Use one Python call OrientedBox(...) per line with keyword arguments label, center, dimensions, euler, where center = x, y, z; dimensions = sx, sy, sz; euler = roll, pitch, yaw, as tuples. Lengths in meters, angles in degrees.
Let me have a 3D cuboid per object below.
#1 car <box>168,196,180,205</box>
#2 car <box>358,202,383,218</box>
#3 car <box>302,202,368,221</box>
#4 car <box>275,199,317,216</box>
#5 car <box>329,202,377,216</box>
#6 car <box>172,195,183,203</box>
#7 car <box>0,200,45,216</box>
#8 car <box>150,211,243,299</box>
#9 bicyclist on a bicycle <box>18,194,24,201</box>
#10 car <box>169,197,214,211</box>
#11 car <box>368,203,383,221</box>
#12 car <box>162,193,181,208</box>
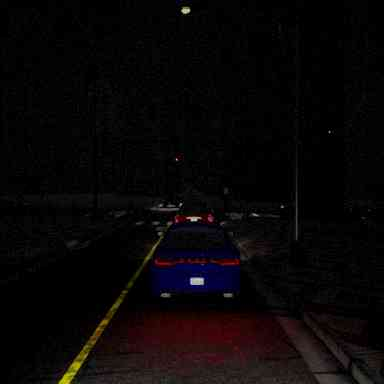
OrientedBox(label="car", center=(-3.092, 1.526, 59.166), dimensions=(1.812, 1.442, 4.674), euler=(0, 0, 1))
OrientedBox(label="car", center=(19.911, 1.852, 34.233), dimensions=(4.674, 1.442, 1.812), euler=(1, 0, 0))
OrientedBox(label="car", center=(12.129, 1.774, 28.380), dimensions=(4.313, 1.339, 1.947), euler=(1, -1, 0))
OrientedBox(label="car", center=(10.945, 1.539, 34.228), dimensions=(4.553, 1.767, 2.097), euler=(1, 0, 0))
OrientedBox(label="car", center=(17.778, 1.842, 36.905), dimensions=(4.403, 1.369, 2.008), euler=(1, -1, 0))
OrientedBox(label="car", center=(-3.024, 1.493, 69.485), dimensions=(2.128, 1.511, 4.902), euler=(0, 0, 0))
OrientedBox(label="car", center=(-14.780, 1.367, 28.278), dimensions=(4.403, 1.369, 2.008), euler=(1, -1, 0))
OrientedBox(label="car", center=(0.099, 1.477, 8.539), dimensions=(1.882, 1.535, 5.008), euler=(0, 0, 0))
OrientedBox(label="bicyclist on a bicycle", center=(-20.506, 1.030, 39.762), dimensions=(0.582, 1.620, 1.656), euler=(1, 0, 0))
OrientedBox(label="car", center=(0.116, 1.352, 17.693), dimensions=(2.097, 1.767, 4.553), euler=(0, 0, 1))
OrientedBox(label="car", center=(17.942, 1.824, 28.381), dimensions=(4.829, 1.417, 1.752), euler=(1, -1, 0))
OrientedBox(label="car", center=(-3.104, 1.222, 49.335), dimensions=(2.150, 2.045, 5.566), euler=(0, 0, 0))
